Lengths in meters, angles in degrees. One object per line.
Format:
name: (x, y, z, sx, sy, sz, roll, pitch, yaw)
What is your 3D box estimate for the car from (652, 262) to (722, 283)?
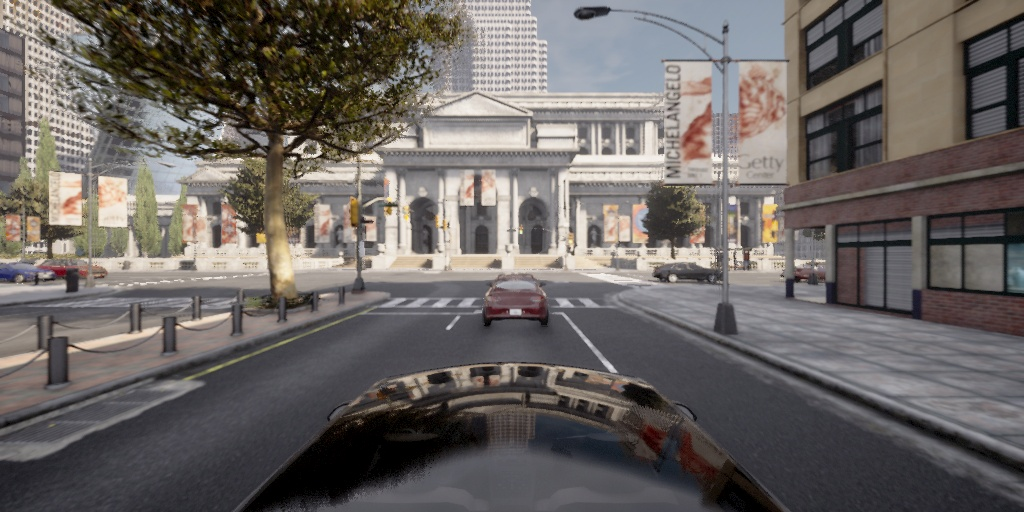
car: (13.058, 1.224, 26.865, 4.892, 1.490, 1.837, 0, 0, 0)

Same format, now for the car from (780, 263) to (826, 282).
car: (23.183, 1.267, 26.813, 5.357, 1.411, 2.033, 0, 0, 0)

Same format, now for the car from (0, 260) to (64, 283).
car: (-37.539, 1.246, 27.091, 4.674, 1.442, 1.812, 0, 0, 0)

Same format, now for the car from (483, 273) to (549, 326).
car: (0.134, 1.264, 11.465, 1.812, 1.442, 4.674, 0, 0, 1)

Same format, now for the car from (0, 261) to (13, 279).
car: (-46.483, 1.207, 30.569, 4.902, 1.511, 2.128, 0, 0, -1)

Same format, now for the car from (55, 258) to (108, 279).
car: (-37.529, 1.068, 30.586, 4.553, 1.767, 2.097, 0, 0, 0)
